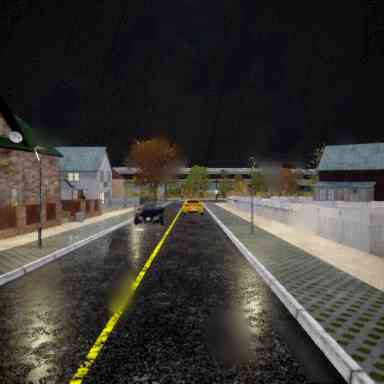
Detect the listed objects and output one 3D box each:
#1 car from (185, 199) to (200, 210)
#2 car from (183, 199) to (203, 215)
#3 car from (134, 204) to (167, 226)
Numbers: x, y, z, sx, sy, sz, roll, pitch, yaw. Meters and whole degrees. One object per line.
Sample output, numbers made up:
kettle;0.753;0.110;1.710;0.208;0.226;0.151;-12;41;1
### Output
car;0.124;1.602;44.524;1.895;1.301;4.718;0;0;0
car;0.118;1.471;33.993;1.882;1.535;5.008;0;0;0
car;-2.830;1.556;23.478;1.994;1.385;4.181;0;0;0
